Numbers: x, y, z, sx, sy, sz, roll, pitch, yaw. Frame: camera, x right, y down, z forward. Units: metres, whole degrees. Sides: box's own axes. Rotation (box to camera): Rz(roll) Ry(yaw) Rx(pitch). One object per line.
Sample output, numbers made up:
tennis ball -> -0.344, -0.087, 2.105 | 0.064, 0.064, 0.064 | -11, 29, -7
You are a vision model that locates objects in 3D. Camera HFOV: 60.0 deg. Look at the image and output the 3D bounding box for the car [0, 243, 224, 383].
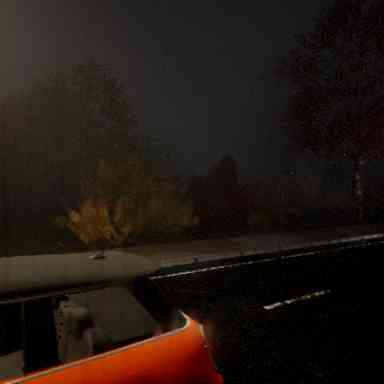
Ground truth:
car -> -1.993, 1.348, 2.245 | 4.553, 1.767, 2.097 | 0, 0, -35
